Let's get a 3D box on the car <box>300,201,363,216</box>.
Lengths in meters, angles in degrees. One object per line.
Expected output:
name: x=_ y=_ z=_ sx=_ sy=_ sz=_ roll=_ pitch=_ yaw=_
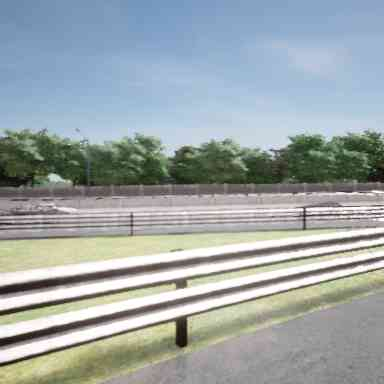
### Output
car: x=10.781 y=1.418 z=25.837 sx=4.674 sy=1.442 sz=1.812 roll=-1 pitch=1 yaw=-7

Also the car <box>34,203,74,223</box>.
car: x=-12.380 y=1.746 z=26.473 sx=4.902 sy=1.511 sz=2.128 roll=-1 pitch=1 yaw=-7

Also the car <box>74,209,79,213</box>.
car: x=-12.677 y=1.725 z=29.962 sx=4.674 sy=1.442 sz=1.812 roll=-1 pitch=1 yaw=-7

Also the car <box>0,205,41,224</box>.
car: x=-13.336 y=1.849 z=22.835 sx=4.674 sy=1.442 sz=1.812 roll=-1 pitch=1 yaw=-7
